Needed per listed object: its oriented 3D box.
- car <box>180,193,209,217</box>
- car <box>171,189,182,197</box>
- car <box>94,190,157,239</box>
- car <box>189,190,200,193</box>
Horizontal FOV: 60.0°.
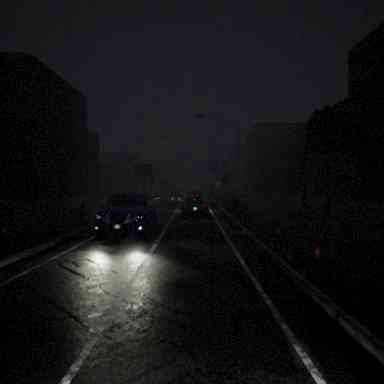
[{"bbox_3d":[0.226,1.061,24.822,1.994,1.385,4.181,0,2,0],"label":"car"},{"bbox_3d":[-2.741,0.217,59.399,2.033,1.411,5.357,1,1,0],"label":"car"},{"bbox_3d":[-3.015,0.969,16.213,2.150,2.045,5.566,0,2,0],"label":"car"},{"bbox_3d":[0.307,0.516,41.034,1.837,1.490,4.892,0,1,0],"label":"car"}]
